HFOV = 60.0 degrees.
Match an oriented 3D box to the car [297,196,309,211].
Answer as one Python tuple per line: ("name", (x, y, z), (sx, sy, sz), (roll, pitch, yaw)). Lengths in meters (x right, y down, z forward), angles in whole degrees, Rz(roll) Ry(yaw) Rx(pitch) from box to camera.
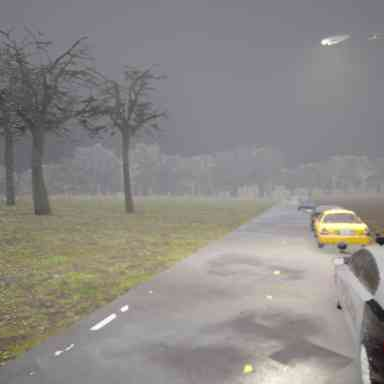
("car", (14.005, 1.503, 41.109), (2.033, 1.411, 5.357), (-2, 0, 18))

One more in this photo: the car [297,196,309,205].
("car", (19.159, 1.435, 57.323), (1.812, 1.442, 4.674), (-2, 0, 18))

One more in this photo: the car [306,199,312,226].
("car", (7.997, 1.435, 19.784), (1.882, 1.535, 5.008), (-2, -1, 18))

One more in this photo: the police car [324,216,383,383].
("police car", (3.146, 1.381, 4.651), (1.930, 1.638, 5.238), (-2, -1, 18))

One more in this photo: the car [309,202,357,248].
("car", (6.223, 1.413, 14.250), (1.801, 1.575, 5.366), (-2, -1, 18))

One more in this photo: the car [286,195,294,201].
("car", (23.266, 1.426, 79.161), (1.837, 1.490, 4.892), (-2, 0, 18))
